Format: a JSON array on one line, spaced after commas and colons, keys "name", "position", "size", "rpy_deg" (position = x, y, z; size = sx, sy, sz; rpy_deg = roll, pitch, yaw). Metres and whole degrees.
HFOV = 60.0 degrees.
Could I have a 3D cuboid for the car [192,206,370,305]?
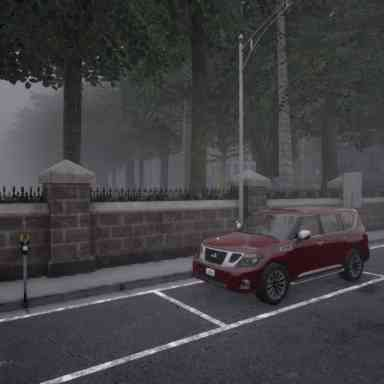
[{"name": "car", "position": [2.422, 1.314, 8.261], "size": [5.009, 1.841, 2.192], "rpy_deg": [0, 0, -36]}]
